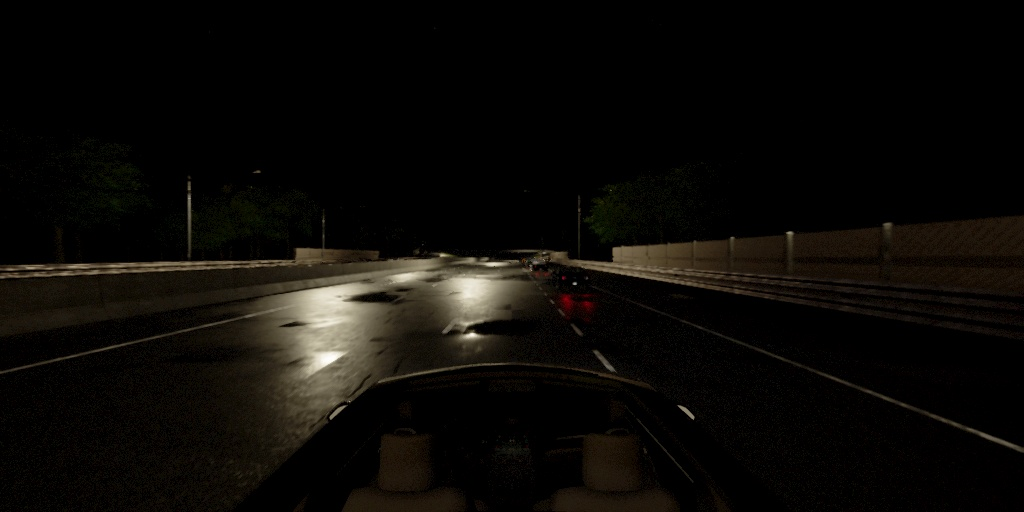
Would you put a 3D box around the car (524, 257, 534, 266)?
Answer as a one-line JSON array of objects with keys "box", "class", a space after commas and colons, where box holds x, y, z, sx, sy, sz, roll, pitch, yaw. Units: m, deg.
[{"box": [3.514, 1.168, 57.586, 2.128, 1.511, 4.902, 0, 0, 0], "class": "car"}]

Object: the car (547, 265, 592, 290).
[{"box": [3.505, 1.260, 22.184, 1.895, 1.301, 4.718, 0, 0, 0], "class": "car"}]

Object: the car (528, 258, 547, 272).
[{"box": [3.511, 1.306, 46.138, 1.895, 1.301, 4.718, 0, 0, 0], "class": "car"}]
